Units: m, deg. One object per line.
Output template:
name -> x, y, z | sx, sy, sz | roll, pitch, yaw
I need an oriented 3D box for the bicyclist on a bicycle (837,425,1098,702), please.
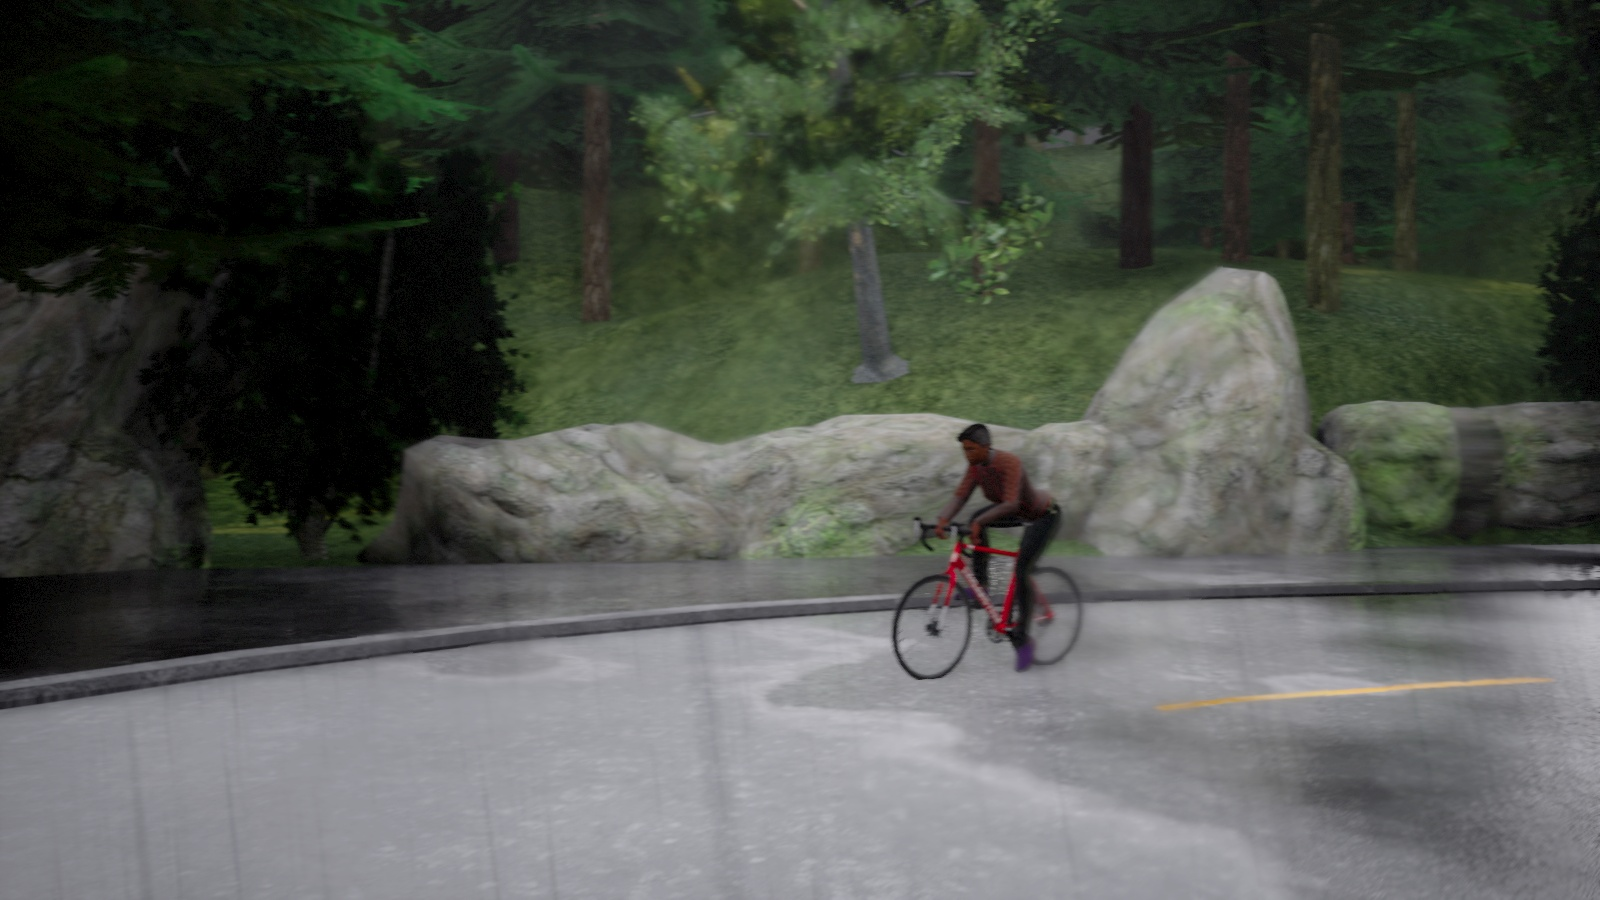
bicyclist on a bicycle -> 1.093, 0.658, 8.050 | 1.656, 1.620, 0.582 | 0, 2, -34
